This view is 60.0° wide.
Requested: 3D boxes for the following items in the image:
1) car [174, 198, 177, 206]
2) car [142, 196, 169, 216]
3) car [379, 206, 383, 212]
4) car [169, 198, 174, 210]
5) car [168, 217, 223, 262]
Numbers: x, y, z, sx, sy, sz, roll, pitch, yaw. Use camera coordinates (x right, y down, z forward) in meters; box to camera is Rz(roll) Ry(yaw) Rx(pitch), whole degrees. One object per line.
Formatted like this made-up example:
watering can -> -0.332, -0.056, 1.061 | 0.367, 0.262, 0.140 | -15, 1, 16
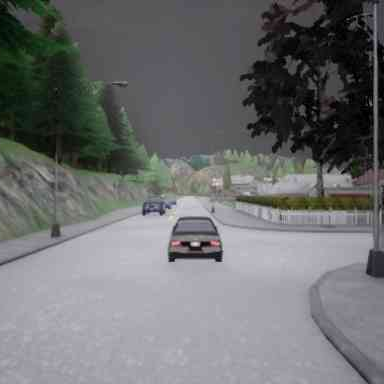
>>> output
car -> -3.966, 1.882, 65.530 | 1.882, 1.535, 5.008 | 0, 0, 0
car -> -4.065, 1.446, 36.322 | 2.150, 2.045, 5.566 | 0, 0, 1
car -> 15.802, 1.488, 30.322 | 1.994, 1.381, 4.181 | 0, 0, 0
car -> -4.042, 1.779, 48.713 | 1.882, 1.535, 5.008 | 0, 0, 0
car -> 0.105, 1.626, 12.465 | 2.033, 1.411, 5.357 | 0, 0, 0
